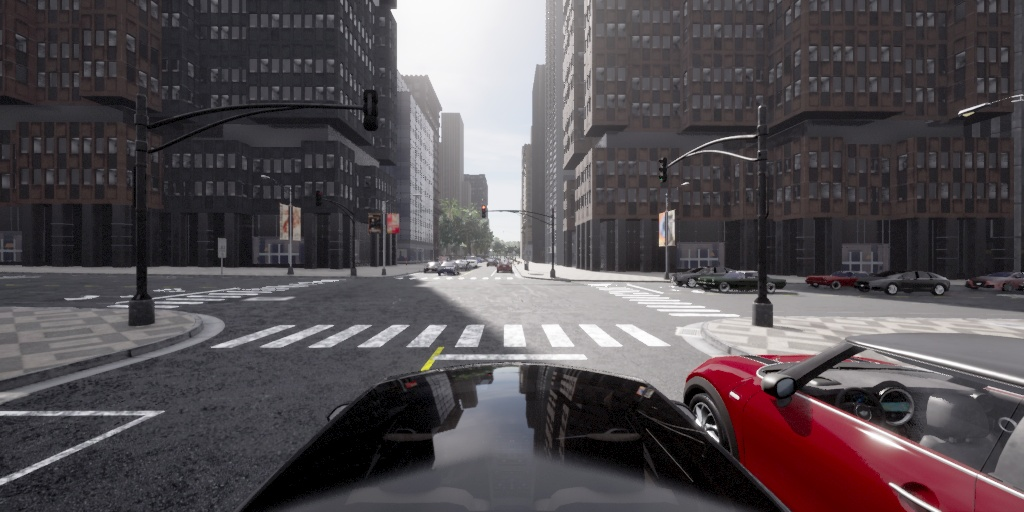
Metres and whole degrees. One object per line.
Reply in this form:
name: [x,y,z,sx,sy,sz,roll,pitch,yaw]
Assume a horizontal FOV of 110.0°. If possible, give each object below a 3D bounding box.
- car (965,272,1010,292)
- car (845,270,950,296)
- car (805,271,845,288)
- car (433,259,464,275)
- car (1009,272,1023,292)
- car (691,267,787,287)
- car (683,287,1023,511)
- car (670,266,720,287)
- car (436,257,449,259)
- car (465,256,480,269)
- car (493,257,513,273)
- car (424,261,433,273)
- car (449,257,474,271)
car: [35.655,1.852,25.862,4.181,1.385,1.994,1,0,0]
car: [24.361,1.632,22.483,4.892,1.490,1.837,1,0,-1]
car: [23.940,1.718,25.714,4.718,1.301,1.895,1,0,-1]
car: [-6.684,1.294,38.334,2.033,1.411,5.357,0,0,-1]
car: [35.612,1.838,22.620,5.357,1.411,2.033,1,0,-1]
car: [14.161,1.580,22.352,4.718,1.301,1.895,1,0,-3]
car: [2.761,1.190,2.173,1.967,1.591,4.097,0,0,0]
car: [13.854,1.476,25.598,4.892,1.490,1.837,1,0,-1]
car: [-9.502,1.084,48.851,2.192,1.841,5.009,0,0,-1]
car: [-6.961,1.015,59.232,2.150,2.045,5.566,0,0,0]
car: [-0.904,1.197,43.539,1.967,1.591,4.097,0,0,-1]
car: [-9.428,1.323,43.426,1.948,1.339,4.313,0,0,-1]
car: [-6.831,1.261,48.601,2.128,1.511,4.902,0,0,-1]
